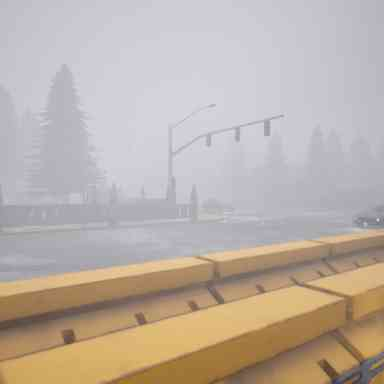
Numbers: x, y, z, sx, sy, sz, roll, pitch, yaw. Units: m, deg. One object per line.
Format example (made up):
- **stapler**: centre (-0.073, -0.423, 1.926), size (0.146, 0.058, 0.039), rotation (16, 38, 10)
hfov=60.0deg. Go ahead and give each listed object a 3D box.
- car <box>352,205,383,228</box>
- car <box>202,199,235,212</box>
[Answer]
- **car**: centre (12.629, 1.547, 21.621), size (5.357, 1.411, 2.033), rotation (0, 0, -36)
- **car**: centre (3.052, 1.526, 39.655), size (1.812, 1.442, 4.674), rotation (0, 0, -35)
